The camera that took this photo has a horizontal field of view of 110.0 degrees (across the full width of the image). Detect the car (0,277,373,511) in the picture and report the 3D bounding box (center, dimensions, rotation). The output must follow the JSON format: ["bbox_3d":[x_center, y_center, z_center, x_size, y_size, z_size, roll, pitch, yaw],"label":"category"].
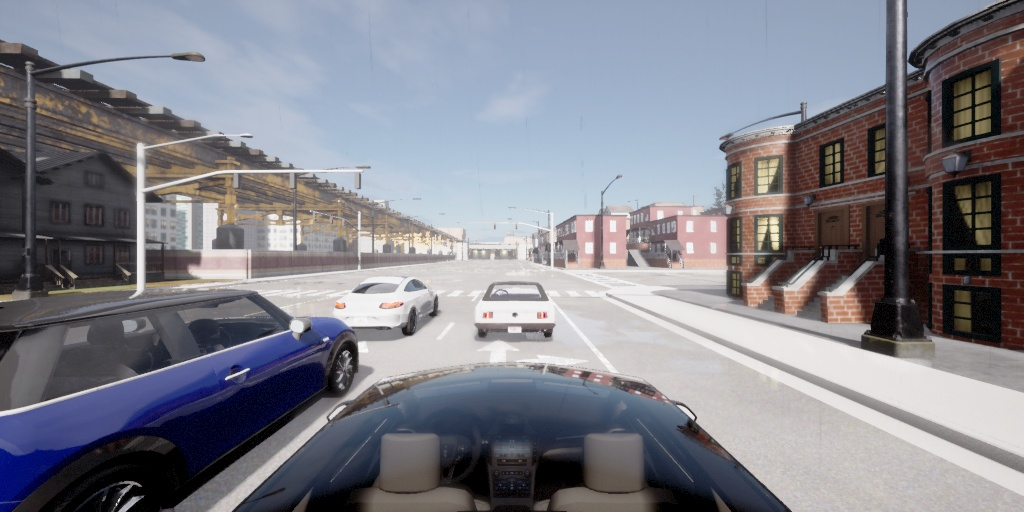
[{"bbox_3d":[-3.399,1.102,3.688,2.097,1.767,4.553,0,0,0],"label":"car"}]

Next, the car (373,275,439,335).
[{"bbox_3d":[-3.396,1.276,10.331,1.812,1.442,4.674,0,0,0],"label":"car"}]

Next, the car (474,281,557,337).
[{"bbox_3d":[0.106,1.351,10.223,1.895,1.301,4.718,0,0,1],"label":"car"}]
